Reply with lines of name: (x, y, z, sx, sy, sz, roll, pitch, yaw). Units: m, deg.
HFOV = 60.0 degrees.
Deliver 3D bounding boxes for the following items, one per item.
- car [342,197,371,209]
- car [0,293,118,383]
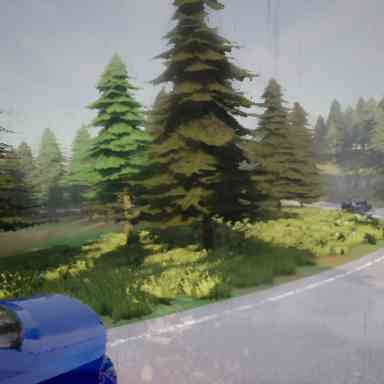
car: (19.346, 1.438, 39.379, 2.097, 1.767, 4.553, -3, -1, 8)
car: (-2.861, 1.428, 1.590, 5.008, 1.535, 1.882, -1, 1, -38)
